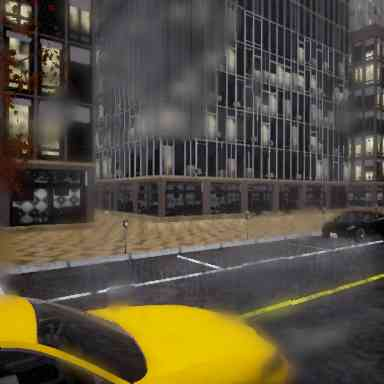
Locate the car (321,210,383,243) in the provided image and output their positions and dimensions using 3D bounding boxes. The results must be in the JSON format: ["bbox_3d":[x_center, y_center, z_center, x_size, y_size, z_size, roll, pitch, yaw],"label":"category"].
[{"bbox_3d":[8.141,1.563,16.226,4.313,1.339,1.947,0,0,-35],"label":"car"}]

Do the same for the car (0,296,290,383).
[{"bbox_3d":[-1.548,1.456,2.330,5.366,1.575,1.801,0,0,-36],"label":"car"}]
